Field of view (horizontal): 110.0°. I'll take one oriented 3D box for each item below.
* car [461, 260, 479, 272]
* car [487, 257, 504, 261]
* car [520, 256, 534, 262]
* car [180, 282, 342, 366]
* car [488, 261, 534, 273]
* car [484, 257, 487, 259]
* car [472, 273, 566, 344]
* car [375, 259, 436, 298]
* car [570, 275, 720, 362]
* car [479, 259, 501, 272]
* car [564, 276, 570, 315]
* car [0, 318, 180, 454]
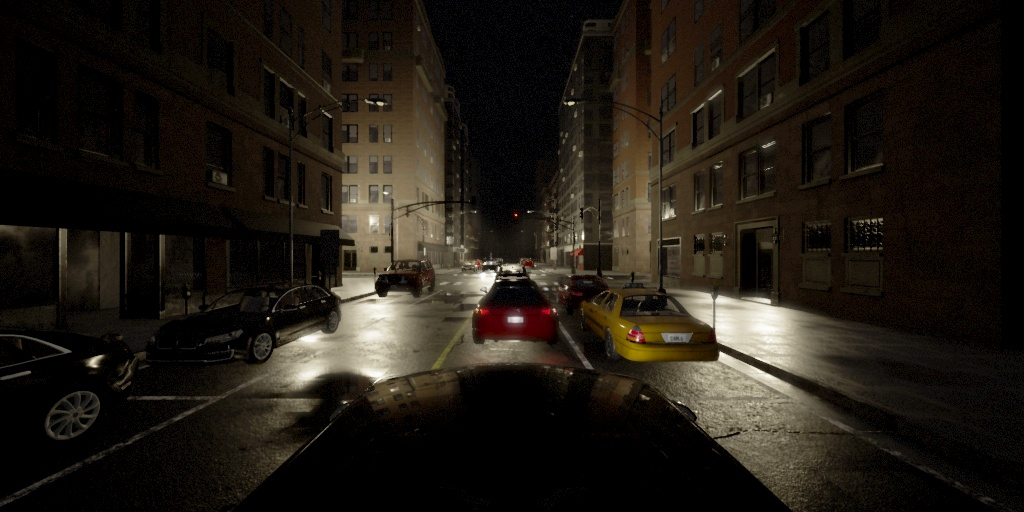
[{"bbox_3d":[-5.301,1.293,45.203,2.007,1.370,4.403,0,0,0],"label":"car"},{"bbox_3d":[-2.717,1.225,59.232,2.128,1.511,4.902,0,1,0],"label":"car"},{"bbox_3d":[2.757,1.176,61.541,1.967,1.591,4.097,0,0,0],"label":"car"},{"bbox_3d":[-5.377,1.300,7.914,2.007,1.370,4.403,0,0,0],"label":"car"},{"bbox_3d":[0.035,1.239,19.440,2.128,1.511,4.902,0,0,0],"label":"car"},{"bbox_3d":[-5.279,1.264,55.941,1.751,1.417,4.829,0,0,0],"label":"car"},{"bbox_3d":[0.082,1.313,9.571,1.994,1.385,4.181,0,0,0],"label":"car"},{"bbox_3d":[-5.355,1.062,18.739,2.192,1.841,5.009,0,0,0],"label":"car"},{"bbox_3d":[2.648,1.275,8.059,1.751,1.417,4.829,0,0,0],"label":"car"},{"bbox_3d":[-2.762,1.343,45.347,1.895,1.301,4.718,0,0,0],"label":"car"},{"bbox_3d":[2.659,1.330,13.301,1.802,1.307,4.207,0,0,0],"label":"car"},{"bbox_3d":[-5.388,1.300,2.501,2.007,1.370,4.403,0,0,0],"label":"car"}]
